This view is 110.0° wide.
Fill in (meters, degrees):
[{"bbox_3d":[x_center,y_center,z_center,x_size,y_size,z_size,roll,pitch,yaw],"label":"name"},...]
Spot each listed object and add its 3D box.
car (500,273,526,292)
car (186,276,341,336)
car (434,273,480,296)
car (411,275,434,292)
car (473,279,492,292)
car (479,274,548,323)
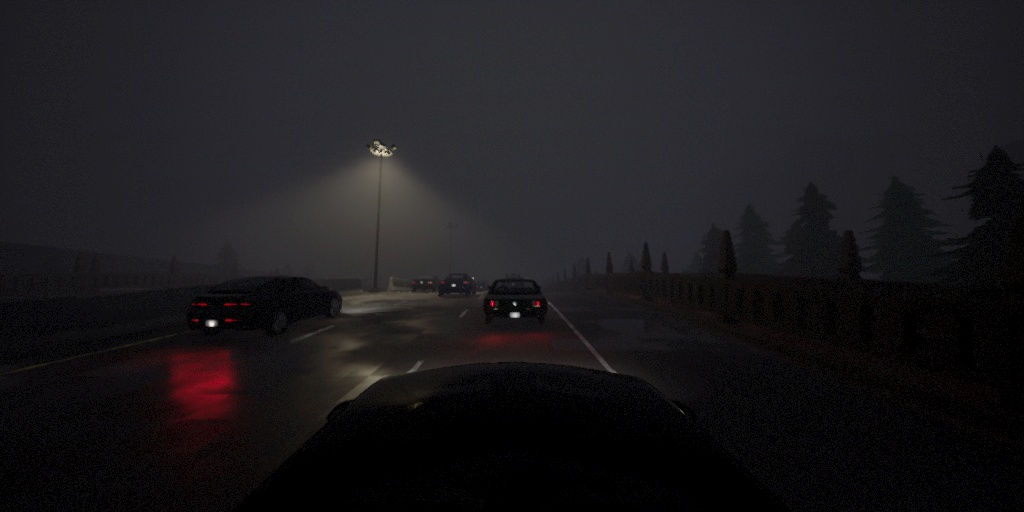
[{"bbox_3d":[0.072,2.383,31.744,2.128,1.511,4.902,0,-5,0],"label":"car"},{"bbox_3d":[-6.909,1.320,10.669,1.837,1.490,4.892,0,-1,0],"label":"car"},{"bbox_3d":[-3.420,1.807,23.039,1.994,1.385,4.181,0,-3,0],"label":"car"},{"bbox_3d":[-6.927,2.284,29.958,2.033,1.411,5.357,0,-5,0],"label":"car"},{"bbox_3d":[-3.438,3.535,42.250,1.812,1.442,4.674,0,-6,0],"label":"car"},{"bbox_3d":[0.090,1.442,12.499,1.895,1.301,4.718,0,-1,0],"label":"car"}]
